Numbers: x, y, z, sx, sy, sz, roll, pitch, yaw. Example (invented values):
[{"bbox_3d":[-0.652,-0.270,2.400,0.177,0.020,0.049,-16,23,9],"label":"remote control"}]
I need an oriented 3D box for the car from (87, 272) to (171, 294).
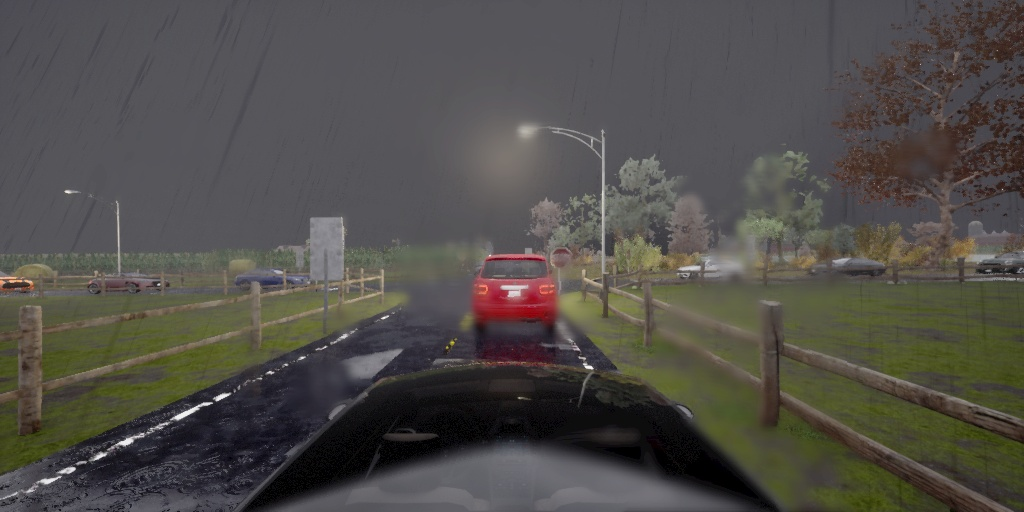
[{"bbox_3d":[-25.782,1.780,24.203,4.181,1.385,1.994,-1,0,1],"label":"car"}]

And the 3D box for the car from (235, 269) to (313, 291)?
[{"bbox_3d":[-15.864,1.557,23.968,4.674,1.442,1.812,-1,0,3],"label":"car"}]

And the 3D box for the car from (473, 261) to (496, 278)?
[{"bbox_3d":[-2.714,1.268,36.145,2.128,1.511,4.902,0,0,-2],"label":"car"}]

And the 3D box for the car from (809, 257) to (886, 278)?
[{"bbox_3d":[24.434,0.829,26.173,4.674,1.442,1.812,-1,0,1],"label":"car"}]

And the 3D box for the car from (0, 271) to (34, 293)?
[{"bbox_3d":[-35.803,1.759,24.406,4.553,1.767,2.097,-1,0,1],"label":"car"}]

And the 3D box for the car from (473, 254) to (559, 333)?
[{"bbox_3d":[0.150,0.973,10.942,2.150,2.045,5.566,0,0,2],"label":"car"}]

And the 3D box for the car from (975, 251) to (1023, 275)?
[{"bbox_3d":[36.748,0.446,25.922,4.553,1.767,2.097,-1,0,1],"label":"car"}]

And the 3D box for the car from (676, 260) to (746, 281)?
[{"bbox_3d":[14.566,1.001,26.367,4.674,1.442,1.812,-1,0,1],"label":"car"}]

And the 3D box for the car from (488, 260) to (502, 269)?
[{"bbox_3d":[-2.762,1.363,60.644,2.033,1.411,5.357,0,0,1],"label":"car"}]
